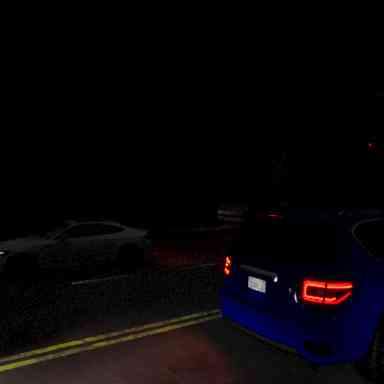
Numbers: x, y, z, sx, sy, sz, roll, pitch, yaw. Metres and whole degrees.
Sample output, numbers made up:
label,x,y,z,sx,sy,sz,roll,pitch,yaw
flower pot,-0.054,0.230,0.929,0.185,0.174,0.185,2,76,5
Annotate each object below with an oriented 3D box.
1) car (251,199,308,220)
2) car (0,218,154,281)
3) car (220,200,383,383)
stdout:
label,x,y,z,sx,sy,sz,roll,pitch,yaw
car,7.645,1.478,29.522,1.882,1.535,5.008,0,0,-31
car,-3.420,1.526,9.899,4.674,1.442,1.812,0,0,-32
car,3.043,1.221,5.526,5.566,2.045,2.150,0,0,-33
